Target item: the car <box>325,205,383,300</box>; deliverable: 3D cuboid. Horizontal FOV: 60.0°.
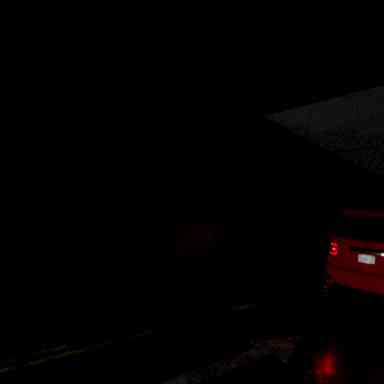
[{"bbox_3d":[5.334,1.326,7.560,5.566,2.045,2.150,1,0,-36],"label":"car"}]
